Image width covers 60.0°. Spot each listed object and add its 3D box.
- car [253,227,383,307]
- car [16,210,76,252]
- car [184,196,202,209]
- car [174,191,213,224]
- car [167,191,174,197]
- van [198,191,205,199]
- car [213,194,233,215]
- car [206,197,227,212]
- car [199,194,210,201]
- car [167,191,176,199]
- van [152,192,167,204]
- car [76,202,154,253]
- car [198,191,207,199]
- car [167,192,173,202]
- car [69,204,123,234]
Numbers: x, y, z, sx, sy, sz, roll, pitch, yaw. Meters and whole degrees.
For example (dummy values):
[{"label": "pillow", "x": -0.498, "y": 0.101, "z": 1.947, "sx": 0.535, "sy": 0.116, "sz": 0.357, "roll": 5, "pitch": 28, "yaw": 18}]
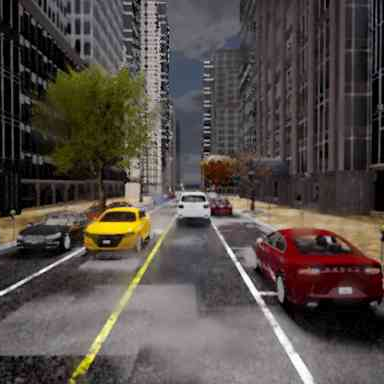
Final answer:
[{"label": "car", "x": 2.553, "y": 1.490, "z": 7.762, "sx": 1.887, "sy": 1.381, "sz": 4.507, "roll": -1, "pitch": 0, "yaw": 0}, {"label": "car", "x": -5.327, "y": 1.457, "z": 13.379, "sx": 2.008, "sy": 1.369, "sz": 4.403, "roll": -1, "pitch": 0, "yaw": 0}, {"label": "car", "x": 0.098, "y": 1.259, "z": 41.563, "sx": 2.033, "sy": 1.411, "sz": 5.357, "roll": 0, "pitch": 0, "yaw": 0}, {"label": "car", "x": 0.099, "y": 1.059, "z": 23.361, "sx": 2.150, "sy": 2.045, "sz": 5.566, "roll": 0, "pitch": 0, "yaw": 0}, {"label": "car", "x": -5.333, "y": 0.793, "z": 75.512, "sx": 2.192, "sy": 1.841, "sz": 5.009, "roll": -1, "pitch": 0, "yaw": 0}, {"label": "van", "x": 2.547, "y": 0.740, "z": 86.842, "sx": 1.690, "sy": 1.788, "sz": 3.998, "roll": -1, "pitch": 0, "yaw": 0}, {"label": "car", "x": 2.551, "y": 1.229, "z": 30.356, "sx": 1.967, "sy": 1.590, "sz": 4.097, "roll": -1, "pitch": 0, "yaw": 0}, {"label": "car", "x": 2.552, "y": 1.295, "z": 36.005, "sx": 1.887, "sy": 1.381, "sz": 4.507, "roll": -1, "pitch": 0, "yaw": 0}, {"label": "car", "x": 2.551, "y": 1.067, "z": 69.898, "sx": 2.008, "sy": 1.369, "sz": 4.403, "roll": -1, "pitch": 0, "yaw": 0}, {"label": "car", "x": -5.334, "y": 0.714, "z": 86.809, "sx": 2.192, "sy": 1.841, "sz": 5.009, "roll": -1, "pitch": 0, "yaw": 0}, {"label": "van", "x": -5.332, "y": 0.975, "z": 52.918, "sx": 1.690, "sy": 1.788, "sz": 3.998, "roll": -1, "pitch": 0, "yaw": 0}, {"label": "car", "x": -2.806, "y": 1.382, "z": 13.519, "sx": 1.882, "sy": 1.535, "sz": 5.008, "roll": 0, "pitch": 0, "yaw": 1}, {"label": "car", "x": 2.546, "y": 0.753, "z": 81.193, "sx": 2.192, "sy": 1.841, "sz": 5.009, "roll": -1, "pitch": 0, "yaw": 0}, {"label": "car", "x": -5.329, "y": 1.122, "z": 64.216, "sx": 1.947, "sy": 1.339, "sz": 4.313, "roll": -1, "pitch": 0, "yaw": 0}, {"label": "car", "x": -5.327, "y": 1.449, "z": 19.028, "sx": 1.802, "sy": 1.307, "sz": 4.206, "roll": -1, "pitch": 0, "yaw": 0}]
